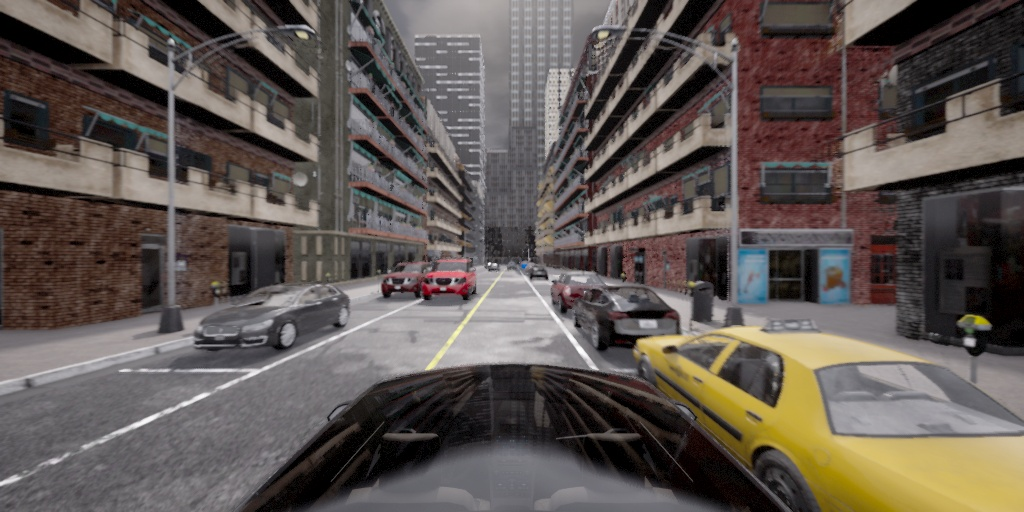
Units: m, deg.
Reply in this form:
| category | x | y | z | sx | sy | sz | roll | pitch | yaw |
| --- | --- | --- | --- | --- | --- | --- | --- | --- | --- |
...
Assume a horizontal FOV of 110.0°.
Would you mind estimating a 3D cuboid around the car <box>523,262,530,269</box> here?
| category | x | y | z | sx | sy | sz | roll | pitch | yaw |
| --- | --- | --- | --- | --- | --- | --- | --- | --- | --- |
| car | 2.694 | 1.755 | 42.746 | 2.007 | 1.370 | 4.403 | 0 | 0 | 0 |

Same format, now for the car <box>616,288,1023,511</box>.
| category | x | y | z | sx | sy | sz | roll | pitch | yaw |
| --- | --- | --- | --- | --- | --- | --- | --- | --- | --- |
| car | 2.690 | 1.295 | 3.704 | 1.751 | 1.417 | 4.829 | 0 | 0 | 0 |

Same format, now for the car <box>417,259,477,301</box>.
| category | x | y | z | sx | sy | sz | roll | pitch | yaw |
| --- | --- | --- | --- | --- | --- | --- | --- | --- | --- |
| car | -3.098 | 1.162 | 18.900 | 2.150 | 2.045 | 5.566 | 0 | -1 | 0 |

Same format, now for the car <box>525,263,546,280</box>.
| category | x | y | z | sx | sy | sz | roll | pitch | yaw |
| --- | --- | --- | --- | --- | --- | --- | --- | --- | --- |
| car | 2.693 | 1.708 | 37.144 | 1.948 | 1.339 | 4.313 | 0 | 0 | 0 |

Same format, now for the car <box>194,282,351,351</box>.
| category | x | y | z | sx | sy | sz | roll | pitch | yaw |
| --- | --- | --- | --- | --- | --- | --- | --- | --- | --- |
| car | -5.690 | 1.383 | 9.165 | 2.007 | 1.370 | 4.403 | 0 | 0 | 0 |

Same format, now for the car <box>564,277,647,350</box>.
| category | x | y | z | sx | sy | sz | roll | pitch | yaw |
| --- | --- | --- | --- | --- | --- | --- | --- | --- | --- |
| car | 2.690 | 1.397 | 9.135 | 1.948 | 1.339 | 4.313 | 0 | 0 | 0 |

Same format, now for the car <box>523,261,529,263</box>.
| category | x | y | z | sx | sy | sz | roll | pitch | yaw |
| --- | --- | --- | --- | --- | --- | --- | --- | --- | --- |
| car | 3.006 | 1.797 | 54.957 | 1.801 | 1.575 | 5.366 | 0 | -1 | 0 |

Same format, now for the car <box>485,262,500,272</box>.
| category | x | y | z | sx | sy | sz | roll | pitch | yaw |
| --- | --- | --- | --- | --- | --- | --- | --- | --- | --- |
| car | -3.038 | 1.966 | 60.442 | 1.994 | 1.385 | 4.181 | 0 | -1 | 1 |

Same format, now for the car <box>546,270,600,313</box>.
| category | x | y | z | sx | sy | sz | roll | pitch | yaw |
| --- | --- | --- | --- | --- | --- | --- | --- | --- | --- |
| car | 2.691 | 1.333 | 14.737 | 1.967 | 1.591 | 4.097 | 0 | 0 | 0 |

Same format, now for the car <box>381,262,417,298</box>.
| category | x | y | z | sx | sy | sz | roll | pitch | yaw |
| --- | --- | --- | --- | --- | --- | --- | --- | --- | --- |
| car | -5.689 | 1.271 | 20.369 | 2.192 | 1.841 | 5.009 | 0 | 0 | 0 |
